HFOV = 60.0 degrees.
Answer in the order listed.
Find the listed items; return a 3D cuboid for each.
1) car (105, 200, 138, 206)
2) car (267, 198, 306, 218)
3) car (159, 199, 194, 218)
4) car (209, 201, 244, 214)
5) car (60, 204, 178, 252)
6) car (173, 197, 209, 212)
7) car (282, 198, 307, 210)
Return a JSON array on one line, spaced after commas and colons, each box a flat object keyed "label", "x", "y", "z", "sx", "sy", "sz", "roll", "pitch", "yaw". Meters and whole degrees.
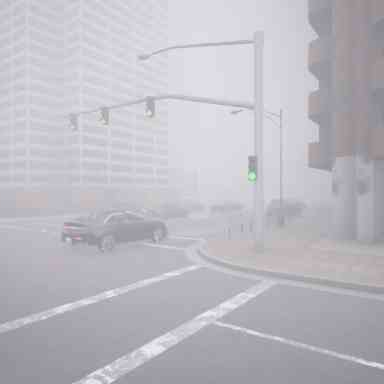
[{"label": "car", "x": -6.159, "y": 1.505, "z": 28.115, "sx": 1.837, "sy": 1.490, "sz": 4.892, "roll": 0, "pitch": 0, "yaw": 35}, {"label": "car", "x": 8.662, "y": 1.353, "z": 30.604, "sx": 2.097, "sy": 1.767, "sz": 4.553, "roll": 0, "pitch": 0, "yaw": 35}, {"label": "car", "x": -2.049, "y": 1.564, "z": 27.876, "sx": 1.994, "sy": 1.385, "sz": 4.181, "roll": 0, "pitch": 0, "yaw": 35}, {"label": "car", "x": 3.822, "y": 1.601, "z": 36.212, "sx": 1.895, "sy": 1.301, "sz": 4.718, "roll": 0, "pitch": 0, "yaw": 35}, {"label": "car", "x": -3.041, "y": 1.491, "z": 13.936, "sx": 2.128, "sy": 1.511, "sz": 4.902, "roll": 0, "pitch": 0, "yaw": 35}, {"label": "car", "x": -0.440, "y": 1.564, "z": 36.242, "sx": 1.994, "sy": 1.385, "sz": 4.181, "roll": 0, "pitch": 0, "yaw": 35}, {"label": "car", "x": 13.541, "y": 1.564, "z": 43.683, "sx": 1.994, "sy": 1.385, "sz": 4.181, "roll": 0, "pitch": 0, "yaw": 35}]
